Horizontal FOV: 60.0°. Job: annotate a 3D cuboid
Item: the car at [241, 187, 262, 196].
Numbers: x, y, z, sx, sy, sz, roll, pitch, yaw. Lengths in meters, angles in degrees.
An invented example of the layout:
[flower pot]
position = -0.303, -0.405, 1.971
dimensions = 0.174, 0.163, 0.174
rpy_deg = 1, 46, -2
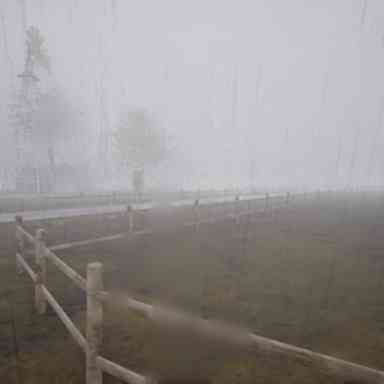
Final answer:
[car]
position = 9.501, -0.105, 53.234
dimensions = 2.128, 1.511, 4.902
rpy_deg = 0, 1, 36
